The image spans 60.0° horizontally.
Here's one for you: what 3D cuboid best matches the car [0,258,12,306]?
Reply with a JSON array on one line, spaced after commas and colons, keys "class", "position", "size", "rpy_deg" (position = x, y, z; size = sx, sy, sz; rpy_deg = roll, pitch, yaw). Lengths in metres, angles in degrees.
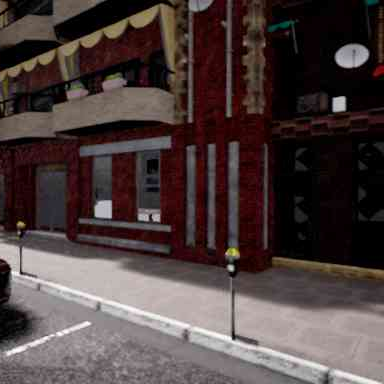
[{"class": "car", "position": [-5.160, 1.455, 6.410], "size": [4.313, 1.339, 1.947], "rpy_deg": [1, 0, 35]}]
